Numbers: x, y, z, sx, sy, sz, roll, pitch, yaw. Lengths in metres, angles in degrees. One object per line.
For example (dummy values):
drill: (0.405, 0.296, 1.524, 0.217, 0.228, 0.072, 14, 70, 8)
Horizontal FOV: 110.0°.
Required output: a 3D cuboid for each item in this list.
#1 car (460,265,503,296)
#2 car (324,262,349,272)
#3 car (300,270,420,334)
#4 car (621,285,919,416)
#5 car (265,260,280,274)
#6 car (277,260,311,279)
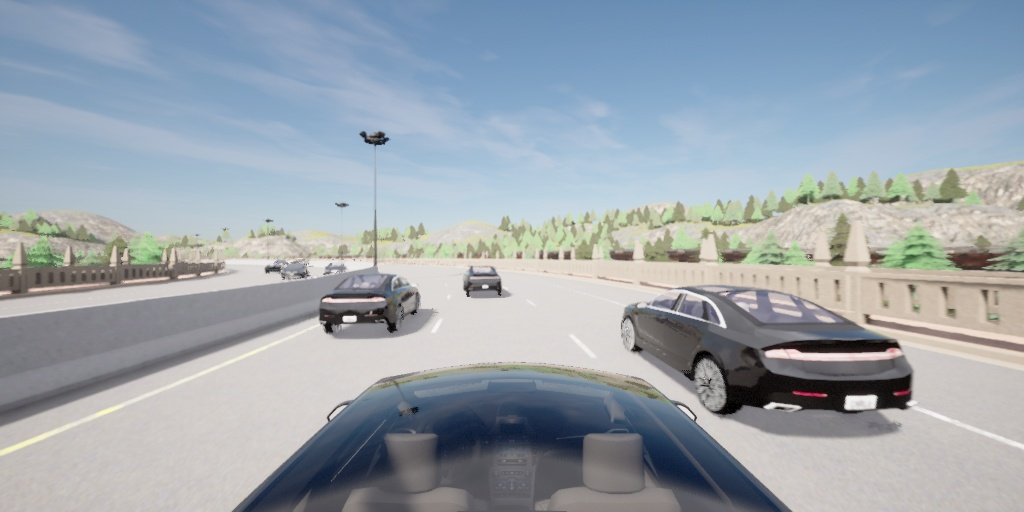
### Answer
car: (-1.681, 1.248, 19.341, 2.128, 1.511, 4.902, 0, 0, -10)
car: (-17.286, 1.334, 35.428, 2.128, 1.511, 4.902, 0, 0, -22)
car: (-4.015, 1.263, 10.814, 2.128, 1.511, 4.902, 0, 0, -5)
car: (3.342, 1.222, 5.939, 2.128, 1.511, 4.902, 0, 0, -2)
car: (-29.161, 1.507, 44.154, 1.895, 1.301, 4.718, 0, 0, -30)
car: (-20.532, 1.385, 34.163, 1.812, 1.442, 4.674, 0, 0, -22)
